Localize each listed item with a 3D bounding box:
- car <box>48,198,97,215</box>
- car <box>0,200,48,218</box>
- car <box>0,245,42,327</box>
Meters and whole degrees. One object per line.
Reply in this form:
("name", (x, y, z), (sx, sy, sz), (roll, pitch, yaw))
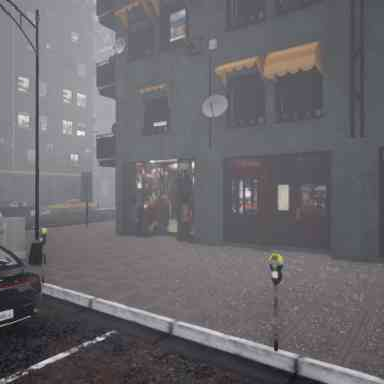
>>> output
("car", (-10.992, 1.250, 30.489), (1.752, 1.417, 4.829), (1, 1, 35))
("car", (-14.076, 1.350, 26.060), (2.008, 1.369, 4.403), (1, 1, 35))
("car", (-4.487, 1.551, 6.062), (4.403, 1.369, 2.008), (0, 0, 35))
